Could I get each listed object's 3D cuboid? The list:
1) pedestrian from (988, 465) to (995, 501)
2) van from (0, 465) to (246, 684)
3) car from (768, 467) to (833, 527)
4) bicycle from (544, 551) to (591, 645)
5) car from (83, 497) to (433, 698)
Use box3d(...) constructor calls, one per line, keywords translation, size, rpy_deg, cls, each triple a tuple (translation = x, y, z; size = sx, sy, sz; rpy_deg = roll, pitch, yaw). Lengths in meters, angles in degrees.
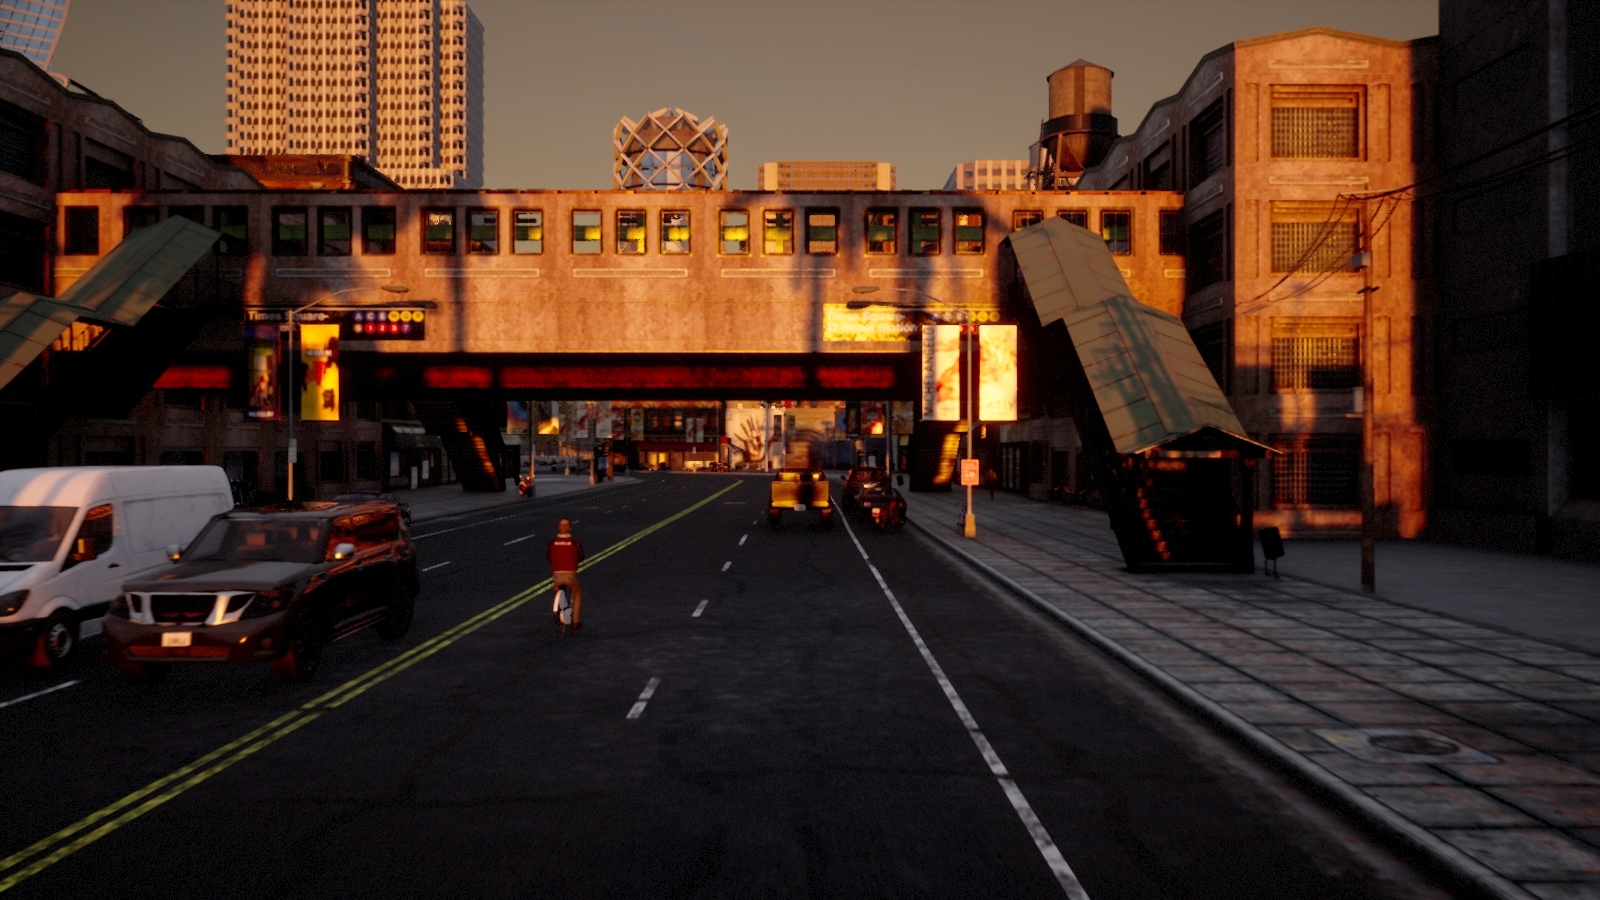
box3d(translation=(9.982, 1.696, 59.531), size=(0.375, 1.860, 0.375), rpy_deg=(0, 0, 7), cls="pedestrian")
box3d(translation=(-10.508, 1.535, 16.681), size=(1.988, 2.561, 5.915), rpy_deg=(0, 0, 0), cls="van")
box3d(translation=(0.036, 1.754, 44.909), size=(2.390, 2.098, 6.274), rpy_deg=(0, 0, 0), cls="car")
box3d(translation=(-3.505, 2.210, 17.332), size=(0.329, 1.171, 1.835), rpy_deg=(0, 0, 0), cls="bicycle")
box3d(translation=(-7.007, 1.780, 15.679), size=(2.150, 2.045, 5.566), rpy_deg=(0, 0, 0), cls="car")
